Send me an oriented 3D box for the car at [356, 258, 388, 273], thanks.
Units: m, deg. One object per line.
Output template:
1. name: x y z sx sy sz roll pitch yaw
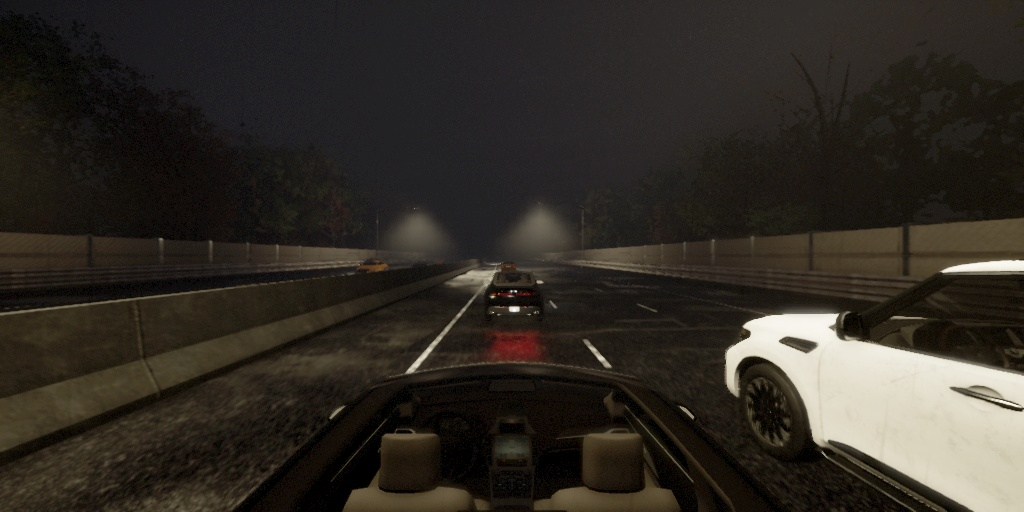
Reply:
1. car: -14.482 1.238 37.311 1.882 1.535 5.008 0 0 -1

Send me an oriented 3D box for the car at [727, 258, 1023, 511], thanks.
1. car: 3.596 0.969 1.832 2.150 2.045 5.566 0 0 0

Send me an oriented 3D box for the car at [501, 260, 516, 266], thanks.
1. car: -0.439 1.222 44.089 1.801 1.575 5.366 0 0 -1

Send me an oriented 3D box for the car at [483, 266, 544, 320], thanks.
1. car: 0.051 1.259 12.560 1.837 1.490 4.892 0 0 0

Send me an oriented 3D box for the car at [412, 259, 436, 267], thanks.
1. car: -11.139 1.327 44.675 1.994 1.385 4.181 0 0 -1

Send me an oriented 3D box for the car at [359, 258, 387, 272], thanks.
1. car: -18.195 1.113 47.179 2.097 1.767 4.553 0 0 -1
